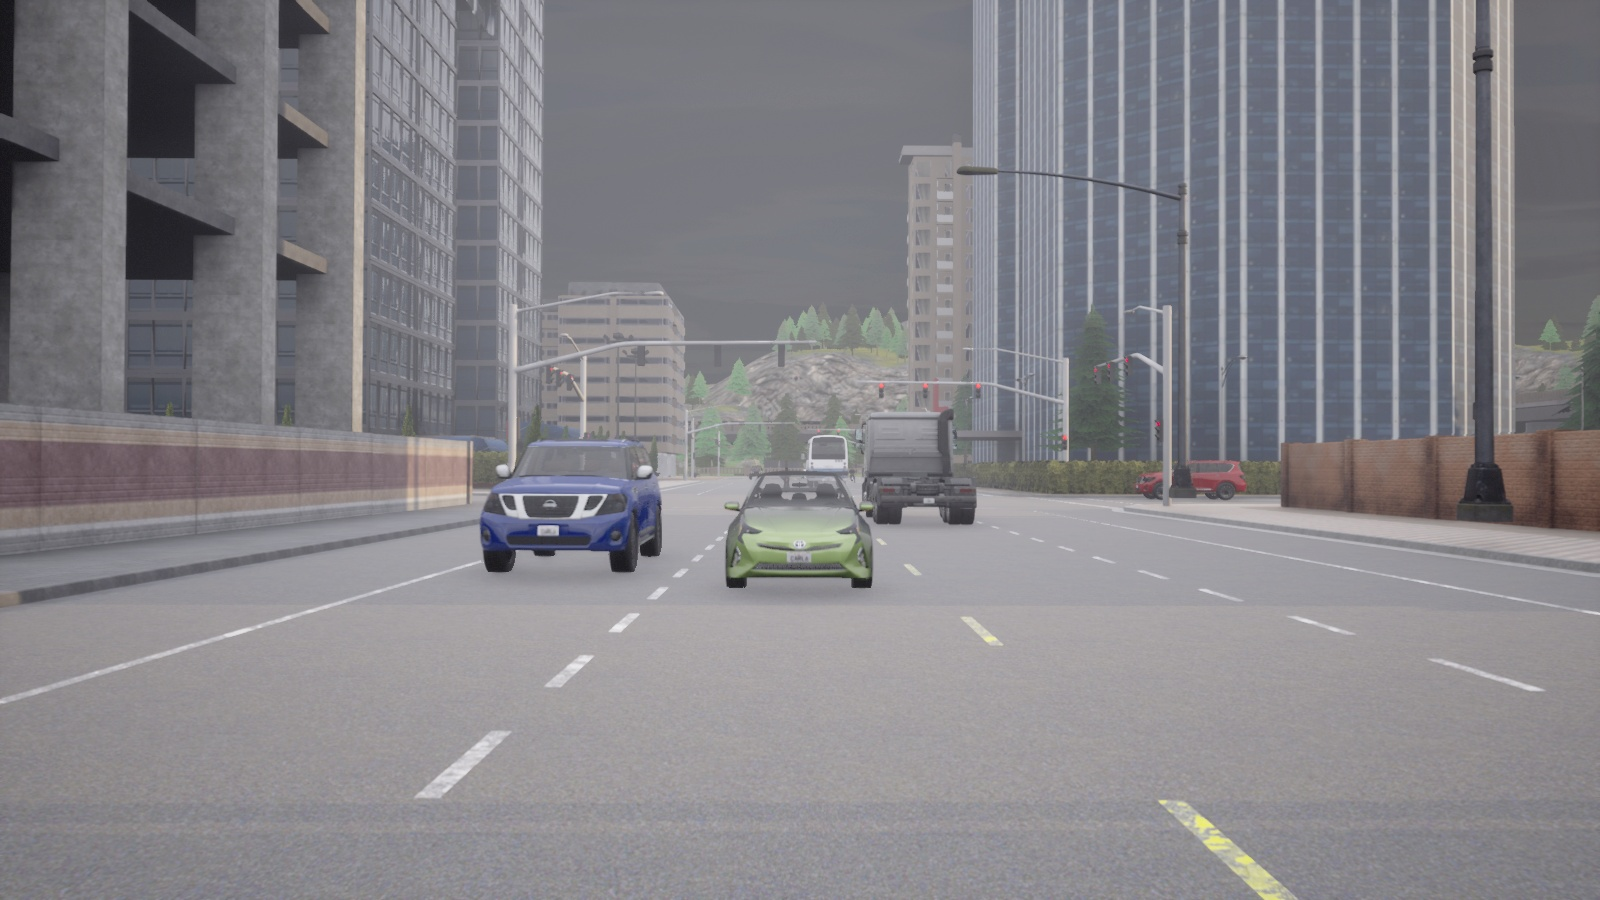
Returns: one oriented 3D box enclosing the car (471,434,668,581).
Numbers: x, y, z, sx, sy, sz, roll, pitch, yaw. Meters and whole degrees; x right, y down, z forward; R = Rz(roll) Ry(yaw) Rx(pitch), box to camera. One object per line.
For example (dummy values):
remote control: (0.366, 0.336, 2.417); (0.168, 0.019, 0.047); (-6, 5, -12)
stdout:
car: (-3.504, 0.838, 20.277); (2.150, 2.045, 5.566); (0, -1, 0)

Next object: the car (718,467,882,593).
car: (-0.002, 1.014, 17.665); (2.007, 1.525, 4.514); (0, -1, 0)

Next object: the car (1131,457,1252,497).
car: (20.327, 1.396, 65.345); (5.566, 2.045, 2.150); (0, -1, -1)

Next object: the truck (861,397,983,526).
truck: (3.482, 0.364, 37.884); (2.891, 3.462, 7.936); (0, -1, 0)
